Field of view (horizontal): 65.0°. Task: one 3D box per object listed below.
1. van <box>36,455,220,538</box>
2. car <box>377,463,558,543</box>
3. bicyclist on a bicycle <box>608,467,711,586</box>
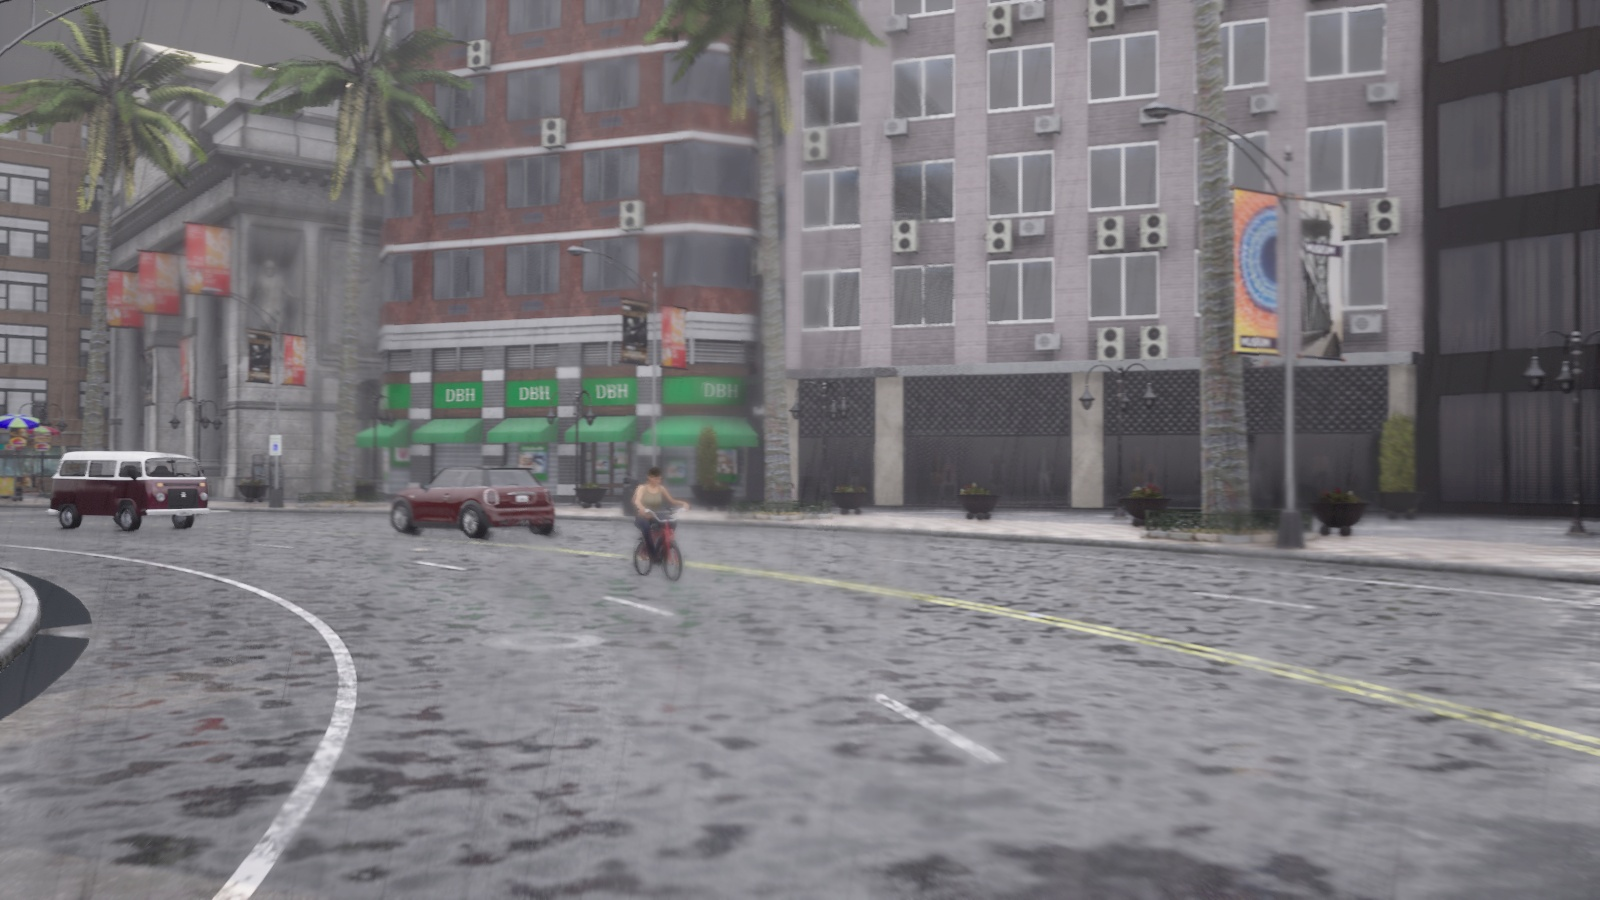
[{"bbox_3d":[-17.480,1.183,32.652,4.480,2.038,2.069,-1,-1,28],"label":"van"},{"bbox_3d":[-8.073,1.226,30.312,4.553,1.767,2.097,-1,-1,42],"label":"car"},{"bbox_3d":[-2.042,1.066,18.100,0.866,1.612,1.509,0,-1,-33],"label":"bicyclist on a bicycle"}]
